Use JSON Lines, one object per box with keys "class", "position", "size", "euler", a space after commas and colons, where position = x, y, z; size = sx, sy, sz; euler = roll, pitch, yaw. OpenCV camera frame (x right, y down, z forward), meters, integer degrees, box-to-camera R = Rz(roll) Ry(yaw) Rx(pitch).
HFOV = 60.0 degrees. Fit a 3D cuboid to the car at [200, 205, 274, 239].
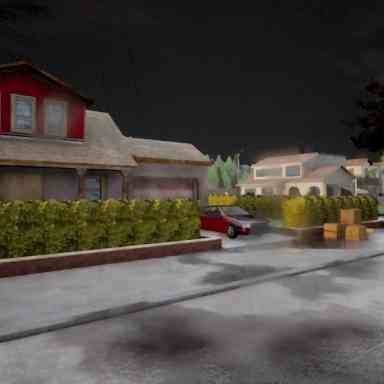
{"class": "car", "position": [1.538, 1.370, 16.531], "size": [2.033, 1.415, 5.357], "euler": [0, 0, -33]}
